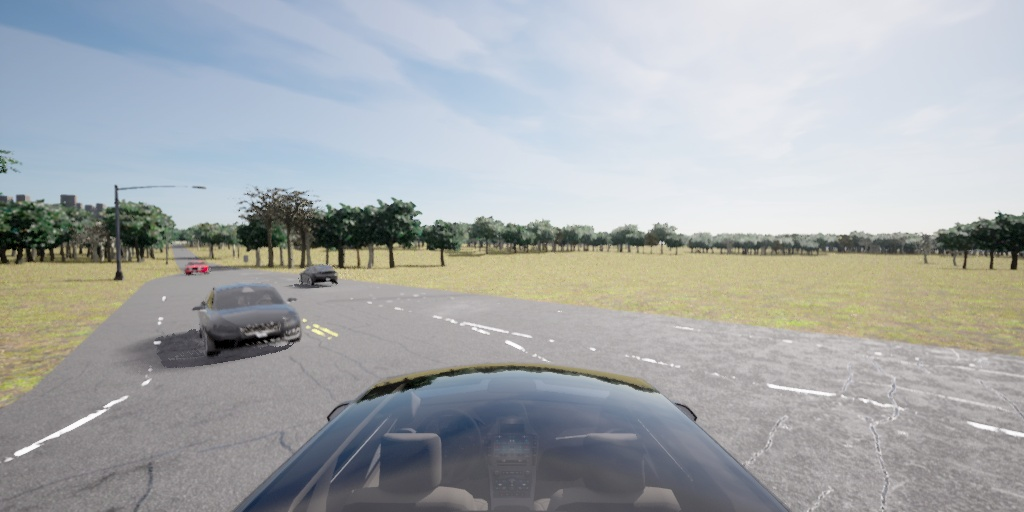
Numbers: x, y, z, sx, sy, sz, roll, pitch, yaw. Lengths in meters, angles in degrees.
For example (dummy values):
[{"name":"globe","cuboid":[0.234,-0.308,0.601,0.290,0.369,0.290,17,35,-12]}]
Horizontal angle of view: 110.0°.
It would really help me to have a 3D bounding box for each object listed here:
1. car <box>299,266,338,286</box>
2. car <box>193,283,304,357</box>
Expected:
[{"name":"car","cuboid":[-15.357,1.513,28.398,1.837,1.490,4.892,-2,1,-44]},{"name":"car","cuboid":[-7.269,1.532,9.771,1.837,1.490,4.892,-2,1,-44]}]
